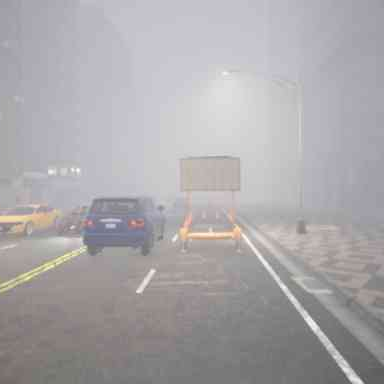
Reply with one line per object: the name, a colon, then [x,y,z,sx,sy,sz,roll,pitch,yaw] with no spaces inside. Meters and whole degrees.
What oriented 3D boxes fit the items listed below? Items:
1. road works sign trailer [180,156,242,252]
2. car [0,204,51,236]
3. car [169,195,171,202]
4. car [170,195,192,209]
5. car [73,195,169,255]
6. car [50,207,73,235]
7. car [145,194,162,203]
road works sign trailer: [0.741,0.362,13.326,2.380,3.560,2.880,0,0,3]
car: [-8.892,1.429,18.158,1.882,1.535,5.008,-1,0,3]
car: [-3.602,1.219,58.988,1.895,1.301,4.718,0,0,3]
car: [-1.120,1.290,40.124,1.994,1.385,4.181,-1,0,3]
car: [-2.428,1.148,13.154,2.150,2.045,5.566,-1,0,3]
car: [-5.640,1.486,18.102,1.994,1.385,4.181,-1,0,3]
car: [-6.843,1.194,59.153,2.033,1.411,5.357,0,0,3]
